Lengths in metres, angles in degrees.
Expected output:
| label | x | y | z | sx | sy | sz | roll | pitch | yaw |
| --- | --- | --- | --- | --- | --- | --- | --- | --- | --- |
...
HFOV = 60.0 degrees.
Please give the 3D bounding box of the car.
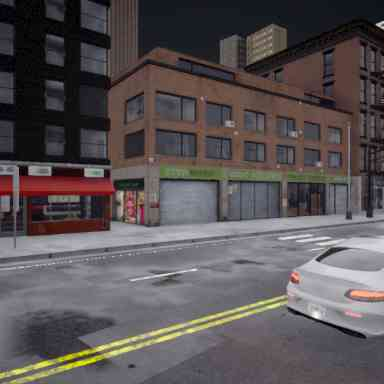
| label | x | y | z | sx | sy | sz | roll | pitch | yaw |
| --- | --- | --- | --- | --- | --- | --- | --- | --- | --- |
| car | 3.719 | 1.526 | 6.094 | 4.674 | 1.442 | 1.812 | 0 | 0 | -34 |
